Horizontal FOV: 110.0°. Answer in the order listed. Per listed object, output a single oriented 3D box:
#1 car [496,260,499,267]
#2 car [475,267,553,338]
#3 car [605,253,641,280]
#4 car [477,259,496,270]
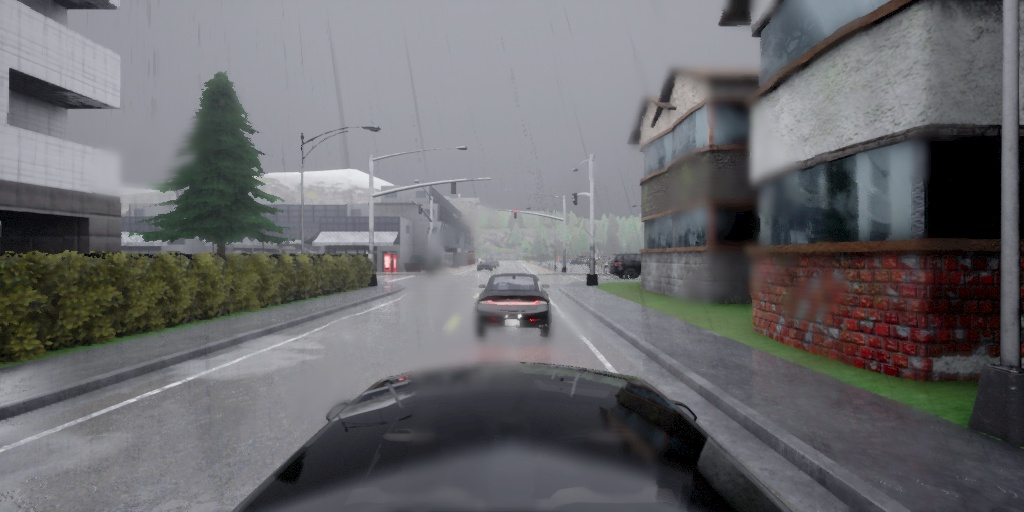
[{"bbox_3d":[-3.578,1.314,58.278,1.994,1.385,4.181,0,0,0],"label":"car"},{"bbox_3d":[0.056,1.242,10.165,2.128,1.511,4.902,0,0,0],"label":"car"},{"bbox_3d":[10.397,0.795,27.629,5.566,2.045,2.150,0,0,0],"label":"car"},{"bbox_3d":[-3.590,1.351,48.251,1.895,1.301,4.718,0,0,0],"label":"car"}]
